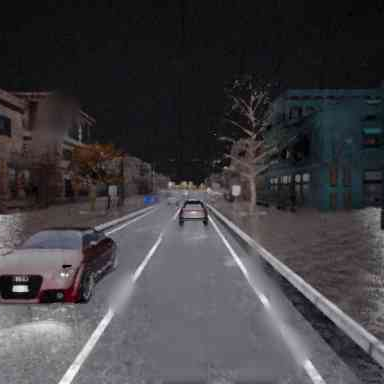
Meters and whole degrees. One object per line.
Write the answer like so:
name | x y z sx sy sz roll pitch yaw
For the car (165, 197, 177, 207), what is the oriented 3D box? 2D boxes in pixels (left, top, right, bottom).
car | -3.054 1.518 52.166 1.837 1.490 4.892 0 -1 0

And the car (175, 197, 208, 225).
car | 0.102 1.399 23.785 2.033 1.649 4.856 0 0 0

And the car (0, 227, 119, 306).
car | -3.099 1.558 7.995 1.994 1.385 4.181 0 0 0

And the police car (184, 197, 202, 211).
police car | 0.105 1.446 41.745 2.038 1.542 4.974 0 0 0
